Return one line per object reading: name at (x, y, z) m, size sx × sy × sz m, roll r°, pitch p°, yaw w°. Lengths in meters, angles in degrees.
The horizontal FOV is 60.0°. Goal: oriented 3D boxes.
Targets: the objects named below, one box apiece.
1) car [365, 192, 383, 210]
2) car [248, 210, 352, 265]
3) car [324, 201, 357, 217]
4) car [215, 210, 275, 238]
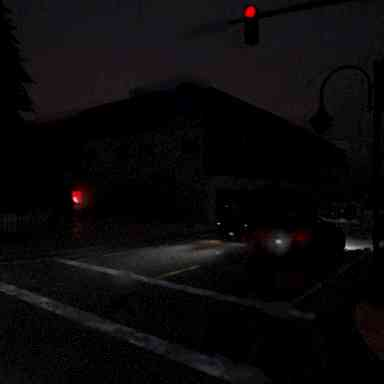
car at (23.452, 0.998, 41.899) m, size 2.150 × 2.045 × 5.566 m, roll 0°, pitch 0°, yaw 39°
car at (4.008, 1.555, 11.918) m, size 1.994 × 1.385 × 4.181 m, roll 0°, pitch 0°, yaw 39°
car at (12.891, 1.496, 28.842) m, size 1.812 × 1.442 × 4.674 m, roll 0°, pitch 0°, yaw 39°
car at (3.141, 1.574, 16.686) m, size 1.895 × 1.301 × 4.718 m, roll 0°, pitch 0°, yaw 39°
